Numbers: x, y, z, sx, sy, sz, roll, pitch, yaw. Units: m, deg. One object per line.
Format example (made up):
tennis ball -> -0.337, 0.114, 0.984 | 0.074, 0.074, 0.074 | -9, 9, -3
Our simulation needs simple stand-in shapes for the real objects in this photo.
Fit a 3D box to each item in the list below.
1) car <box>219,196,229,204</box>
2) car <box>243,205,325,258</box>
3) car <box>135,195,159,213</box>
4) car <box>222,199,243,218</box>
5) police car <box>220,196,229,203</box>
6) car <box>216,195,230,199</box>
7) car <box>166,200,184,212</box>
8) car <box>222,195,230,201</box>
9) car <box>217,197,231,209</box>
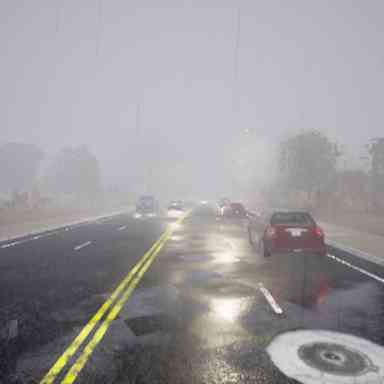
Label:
car -> 6.885, 1.670, 70.686 | 2.033, 1.649, 4.856 | 0, 0, 6
car -> 3.511, 1.412, 13.191 | 2.097, 1.767, 4.553 | 0, 0, 1
car -> -5.381, 1.378, 40.520 | 2.150, 2.045, 5.566 | 0, 0, 3
car -> 4.133, 1.658, 31.943 | 1.812, 1.442, 4.674 | 0, 0, 3
police car -> 8.079, 1.765, 81.545 | 2.038, 1.542, 4.974 | 0, 0, 7
car -> 5.861, 1.646, 59.810 | 2.033, 1.649, 4.856 | 0, 0, 5
car -> -2.032, 1.710, 42.170 | 2.033, 1.411, 5.357 | 0, 0, 4
car -> 9.439, 1.752, 92.384 | 1.882, 1.535, 5.008 | 0, 0, 8
car -> 5.007, 1.786, 48.949 | 1.895, 1.301, 4.718 | 0, 0, 4
